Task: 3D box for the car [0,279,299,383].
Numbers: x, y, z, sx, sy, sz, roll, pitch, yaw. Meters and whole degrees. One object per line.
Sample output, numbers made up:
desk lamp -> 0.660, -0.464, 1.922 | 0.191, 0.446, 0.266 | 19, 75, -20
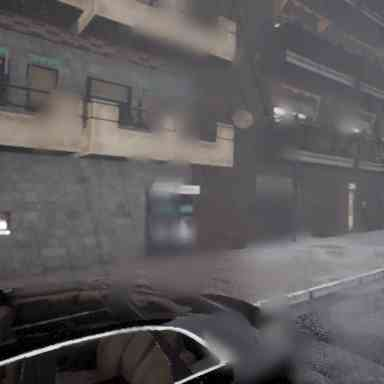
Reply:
car -> -1.368, 1.505, 2.093 | 4.892, 1.490, 1.837 | 0, 0, -35
